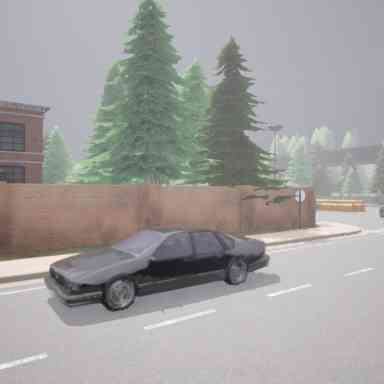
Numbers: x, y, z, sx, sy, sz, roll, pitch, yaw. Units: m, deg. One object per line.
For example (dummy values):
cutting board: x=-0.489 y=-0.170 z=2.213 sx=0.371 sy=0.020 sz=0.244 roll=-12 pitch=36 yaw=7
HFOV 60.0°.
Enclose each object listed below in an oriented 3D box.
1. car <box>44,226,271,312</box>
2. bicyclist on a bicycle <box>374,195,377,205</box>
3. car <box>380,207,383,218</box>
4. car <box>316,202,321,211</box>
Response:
car: x=-0.495 y=1.547 z=7.910 sx=5.357 sy=1.411 sz=2.033 roll=0 pitch=0 yaw=-35
bicyclist on a bicycle: x=30.148 y=1.301 z=54.262 sx=1.656 sy=1.620 sz=0.582 roll=0 pitch=0 yaw=-35
car: x=16.591 y=1.548 z=23.193 sx=2.033 sy=1.411 sz=5.357 roll=0 pitch=0 yaw=-35
car: x=13.227 y=1.352 z=40.114 sx=2.097 sy=1.767 sz=4.553 roll=0 pitch=0 yaw=-35
